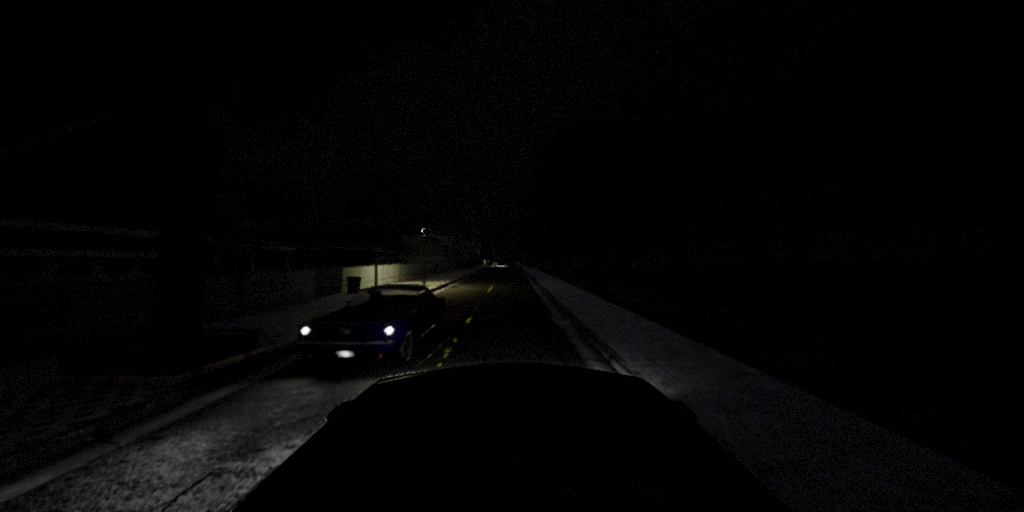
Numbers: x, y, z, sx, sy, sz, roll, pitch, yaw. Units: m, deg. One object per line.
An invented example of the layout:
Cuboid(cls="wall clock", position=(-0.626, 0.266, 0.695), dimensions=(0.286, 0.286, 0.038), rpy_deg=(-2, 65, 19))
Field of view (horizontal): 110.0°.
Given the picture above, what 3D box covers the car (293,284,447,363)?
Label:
Cuboid(cls="car", position=(-2.849, 1.378, 8.343), dimensions=(1.895, 1.301, 4.718), rpy_deg=(0, 0, 0))
